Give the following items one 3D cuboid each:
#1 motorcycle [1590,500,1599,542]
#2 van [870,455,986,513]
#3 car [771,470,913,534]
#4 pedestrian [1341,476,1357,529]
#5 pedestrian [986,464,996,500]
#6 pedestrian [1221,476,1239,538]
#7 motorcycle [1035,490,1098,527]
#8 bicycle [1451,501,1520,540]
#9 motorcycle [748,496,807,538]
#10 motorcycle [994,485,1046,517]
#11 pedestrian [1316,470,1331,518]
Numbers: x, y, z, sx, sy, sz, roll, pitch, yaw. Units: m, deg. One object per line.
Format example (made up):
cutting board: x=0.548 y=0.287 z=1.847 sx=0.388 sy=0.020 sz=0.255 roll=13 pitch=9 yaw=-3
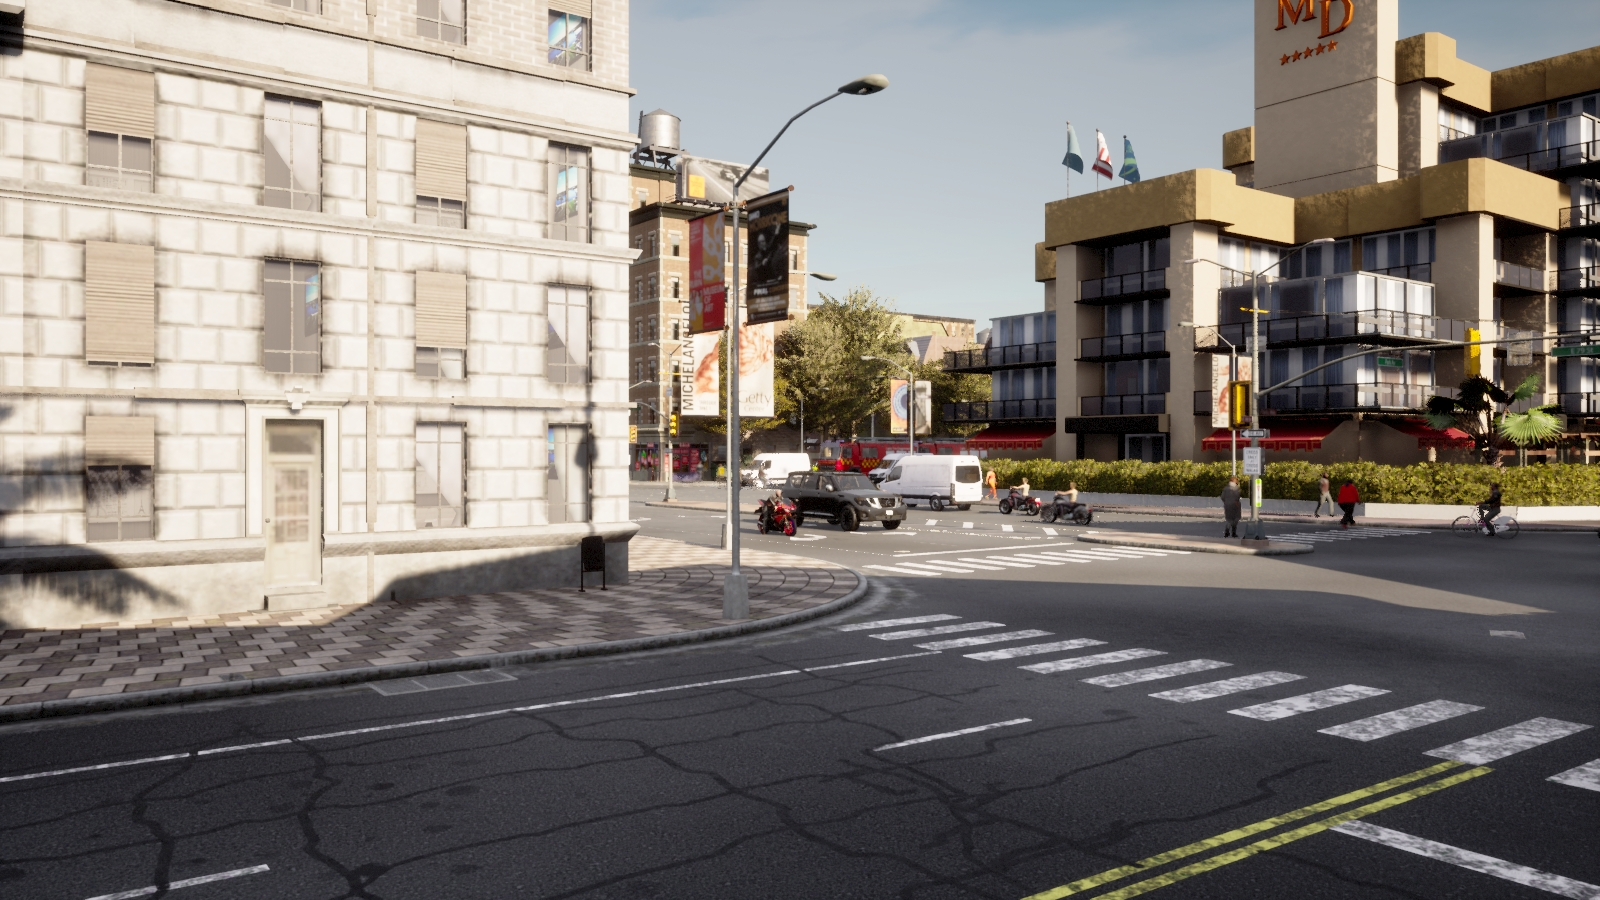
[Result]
motorcycle: x=25.349 y=2.182 z=34.921 sx=1.805 sy=1.236 sz=0.856 roll=0 pitch=0 yaw=4
van: x=5.947 y=1.534 z=54.072 sx=1.988 sy=2.561 sz=5.915 roll=0 pitch=0 yaw=-36
car: x=1.410 y=1.779 z=41.176 sx=2.150 sy=2.045 sz=5.566 roll=0 pitch=0 yaw=-35
pedestrian: x=19.470 y=1.848 z=40.534 sx=0.375 sy=1.860 sz=0.375 roll=0 pitch=0 yaw=-35
pedestrian: x=10.064 y=1.697 z=60.323 sx=0.375 sy=1.860 sz=0.375 roll=0 pitch=0 yaw=-36
pedestrian: x=12.990 y=1.715 z=34.523 sx=0.375 sy=1.860 sz=0.375 roll=0 pitch=0 yaw=-34
motorcycle: x=9.909 y=2.170 z=42.561 sx=0.764 sy=1.277 sz=2.356 roll=0 pitch=0 yaw=-36
bicycle: x=21.585 y=2.210 z=35.986 sx=1.835 sy=1.171 sz=0.329 roll=0 pitch=0 yaw=20
motorcycle: x=-0.756 y=2.205 z=37.717 sx=0.867 sy=1.251 sz=2.209 roll=0 pitch=0 yaw=-36
motorcycle: x=9.406 y=2.170 z=48.968 sx=0.764 sy=1.277 sz=2.356 roll=0 pitch=0 yaw=-34
pedestrian: x=20.368 y=1.696 z=44.461 sx=0.375 sy=1.860 sz=0.375 roll=0 pitch=0 yaw=-19
